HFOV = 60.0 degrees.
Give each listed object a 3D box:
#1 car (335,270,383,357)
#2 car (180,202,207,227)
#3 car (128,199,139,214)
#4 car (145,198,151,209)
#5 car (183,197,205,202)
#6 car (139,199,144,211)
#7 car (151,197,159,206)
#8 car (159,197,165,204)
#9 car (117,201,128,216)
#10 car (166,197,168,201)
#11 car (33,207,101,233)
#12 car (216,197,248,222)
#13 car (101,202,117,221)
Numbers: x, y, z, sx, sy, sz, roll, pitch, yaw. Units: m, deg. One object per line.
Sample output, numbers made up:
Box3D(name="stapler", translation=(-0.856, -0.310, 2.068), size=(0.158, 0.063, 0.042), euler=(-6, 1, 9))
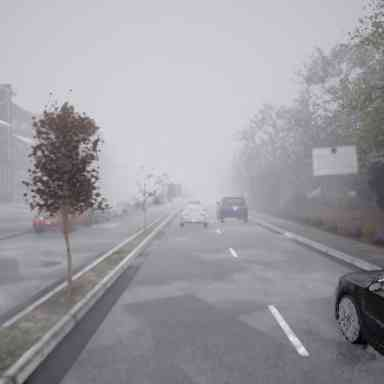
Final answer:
Box3D(name="car", translation=(3.256, 1.519, 3.544), size=(2.128, 1.511, 4.902), euler=(0, 0, 0))
Box3D(name="car", translation=(0.133, 1.689, 24.437), size=(1.812, 1.442, 4.674), euler=(0, 0, 0))
Box3D(name="car", translation=(-7.877, 1.738, 37.943), size=(2.163, 1.488, 4.792), euler=(0, 0, 0))
Box3D(name="car", translation=(-7.800, 1.749, 49.071), size=(2.231, 1.521, 4.892), euler=(0, 0, 0))
Box3D(name="car", translation=(0.322, 1.745, 42.699), size=(2.128, 1.511, 4.902), euler=(0, 0, 1))
Box3D(name="car", translation=(-7.839, 1.770, 43.520), size=(2.002, 1.452, 4.674), euler=(0, 0, 0))
Box3D(name="car", translation=(-7.721, 1.778, 60.063), size=(2.097, 1.535, 5.008), euler=(0, 0, 1))
Box3D(name="car", translation=(-7.465, 1.824, 69.658), size=(2.163, 1.488, 4.792), euler=(0, 0, 3))
Box3D(name="car", translation=(-7.918, 1.724, 32.427), size=(2.002, 1.452, 4.674), euler=(0, 0, 0))
Box3D(name="car", translation=(-7.046, 1.799, 76.687), size=(1.946, 1.575, 5.366), euler=(0, 0, 5))
Box3D(name="car", translation=(-7.995, 1.376, 21.305), size=(2.435, 2.045, 5.566), euler=(0, 0, 0))
Box3D(name="car", translation=(3.292, 1.405, 27.998), size=(2.150, 2.045, 5.566), euler=(0, 0, 0))
Box3D(name="car", translation=(-7.956, 1.688, 26.849), size=(2.163, 1.488, 4.792), euler=(0, 0, 0))
